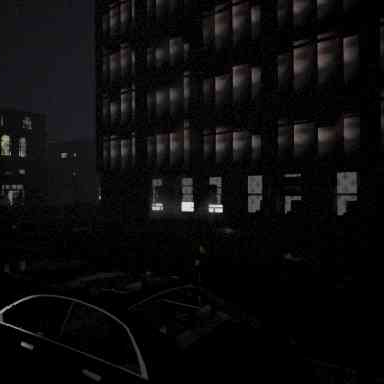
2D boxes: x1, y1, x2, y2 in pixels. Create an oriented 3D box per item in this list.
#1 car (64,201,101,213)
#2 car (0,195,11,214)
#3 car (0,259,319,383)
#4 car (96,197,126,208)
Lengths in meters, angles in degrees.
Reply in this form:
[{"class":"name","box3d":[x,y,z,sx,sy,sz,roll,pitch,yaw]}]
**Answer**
[{"class":"car","box3d":[-12.191,1.683,37.295,1.802,1.307,4.206,-1,-1,36]},{"class":"car","box3d":[-21.694,1.310,34.210,2.150,2.045,5.566,0,0,36]},{"class":"car","box3d":[-0.982,1.551,3.579,4.403,1.369,2.008,0,0,35]},{"class":"car","box3d":[-12.407,1.643,51.201,1.967,1.590,4.097,-1,-1,36]}]
